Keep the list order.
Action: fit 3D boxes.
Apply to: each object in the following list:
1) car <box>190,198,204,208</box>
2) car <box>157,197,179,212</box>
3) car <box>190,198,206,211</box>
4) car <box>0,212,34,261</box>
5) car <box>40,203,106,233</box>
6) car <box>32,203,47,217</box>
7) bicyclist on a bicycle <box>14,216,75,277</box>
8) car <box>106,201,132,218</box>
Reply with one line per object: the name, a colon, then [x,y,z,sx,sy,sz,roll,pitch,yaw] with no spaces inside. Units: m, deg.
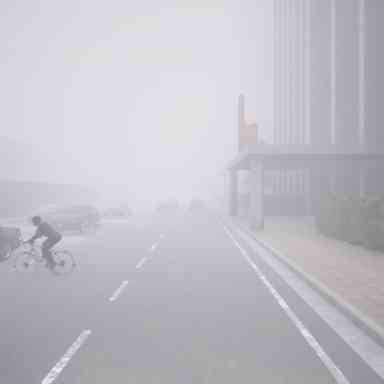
car: [0.803,1.564,49.126,1.994,1.385,4.181,0,0,1]
car: [-2.878,1.526,38.277,1.812,1.442,4.674,0,0,1]
car: [0.678,1.601,40.367,1.895,1.301,4.718,0,0,1]
car: [-6.978,1.547,9.581,2.033,1.411,5.357,0,0,1]
car: [-6.823,1.505,19.701,1.837,1.490,4.892,0,0,1]
car: [-10.241,1.525,24.402,1.812,1.442,4.674,0,0,1]
bicyclist on a bicycle: [-3.945,1.455,8.837,1.656,1.620,0.582,-2,0,1]
car: [-6.643,1.526,29.976,1.812,1.442,4.674,0,0,1]
